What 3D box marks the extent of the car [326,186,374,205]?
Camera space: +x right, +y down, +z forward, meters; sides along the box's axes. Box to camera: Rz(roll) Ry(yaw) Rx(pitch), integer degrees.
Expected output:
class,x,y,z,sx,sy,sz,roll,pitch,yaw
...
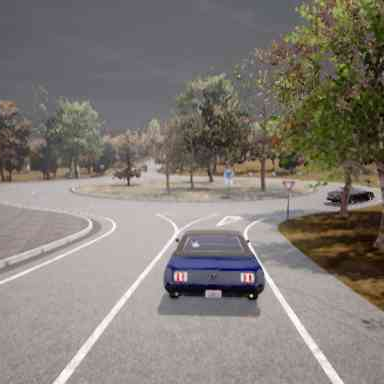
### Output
class,x,y,z,sx,sy,sz,roll,pitch,yaw
car,13.945,0.205,29.251,5.357,1.411,2.033,-5,8,-37

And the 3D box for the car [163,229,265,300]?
class,x,y,z,sx,sy,sz,roll,pitch,yaw
car,0.507,1.563,8.283,1.895,1.301,4.718,0,0,3
